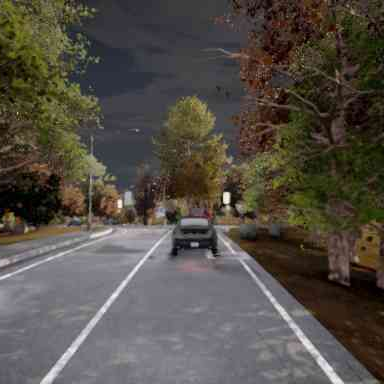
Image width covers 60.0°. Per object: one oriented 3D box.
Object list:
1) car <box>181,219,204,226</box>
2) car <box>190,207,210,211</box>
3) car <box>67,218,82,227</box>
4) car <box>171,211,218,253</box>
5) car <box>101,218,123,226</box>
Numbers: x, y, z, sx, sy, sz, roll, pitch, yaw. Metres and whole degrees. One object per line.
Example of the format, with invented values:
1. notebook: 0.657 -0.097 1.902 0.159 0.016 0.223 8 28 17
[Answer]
1. car: 0.033 6.713 74.215 4.892 1.490 1.837 0 -5 8
2. car: 0.873 2.534 31.153 2.150 2.045 5.566 -1 -5 7
3. car: -18.115 4.695 51.420 1.812 1.442 4.674 2 -6 -21
4. car: 0.103 1.819 15.005 1.837 1.490 4.892 0 -2 0
5. car: -16.236 6.147 67.984 1.837 1.490 4.892 -4 -5 36
